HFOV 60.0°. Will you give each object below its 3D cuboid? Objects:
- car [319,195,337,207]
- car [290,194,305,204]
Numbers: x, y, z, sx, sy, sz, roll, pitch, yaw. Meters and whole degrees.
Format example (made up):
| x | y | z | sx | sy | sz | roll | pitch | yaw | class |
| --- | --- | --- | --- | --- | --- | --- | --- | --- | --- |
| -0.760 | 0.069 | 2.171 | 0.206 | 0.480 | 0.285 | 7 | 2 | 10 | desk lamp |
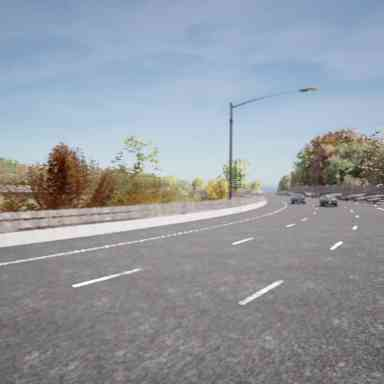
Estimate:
| x | y | z | sx | sy | sz | roll | pitch | yaw | class |
| --- | --- | --- | --- | --- | --- | --- | --- | --- | --- |
| 18.202 | 1.110 | 44.589 | 2.128 | 1.511 | 4.902 | 1 | 1 | 16 | car |
| 16.253 | 1.014 | 51.103 | 2.128 | 1.511 | 4.902 | 1 | 1 | 13 | car |
